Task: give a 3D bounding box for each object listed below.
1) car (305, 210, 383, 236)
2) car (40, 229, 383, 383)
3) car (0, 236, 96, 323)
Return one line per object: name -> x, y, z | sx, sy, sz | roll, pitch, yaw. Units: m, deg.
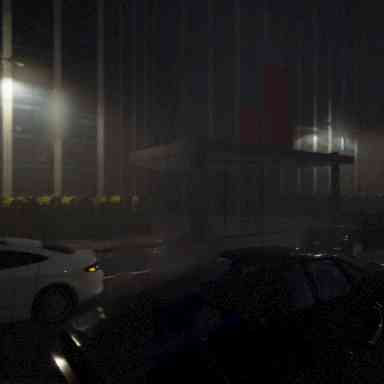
car -> 6.290, 1.462, 12.763 | 5.008, 1.535, 1.882 | 0, 0, -35
car -> 0.990, 1.544, 4.697 | 5.357, 1.411, 2.033 | 0, 0, -35
car -> -3.842, 1.526, 5.540 | 4.674, 1.442, 1.812 | 0, 0, -36
